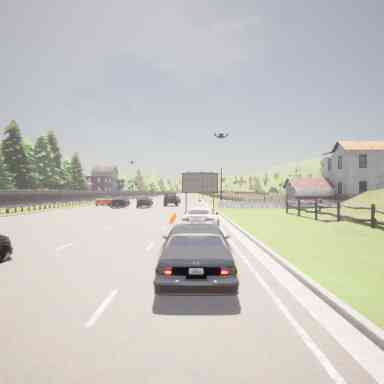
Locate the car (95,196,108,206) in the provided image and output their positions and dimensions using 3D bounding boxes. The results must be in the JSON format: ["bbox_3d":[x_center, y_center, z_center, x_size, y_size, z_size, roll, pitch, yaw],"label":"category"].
[{"bbox_3d":[-13.846,1.350,53.113,2.097,1.767,4.553,0,0,0],"label":"car"}]

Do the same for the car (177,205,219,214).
[{"bbox_3d":[0.486,1.539,18.443,1.812,1.442,4.674,0,-1,6],"label":"car"}]

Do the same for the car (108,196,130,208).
[{"bbox_3d":[-10.350,1.476,48.523,1.882,1.535,5.008,0,0,0],"label":"car"}]

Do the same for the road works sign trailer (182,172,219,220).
[{"bbox_3d":[0.510,0.464,22.057,2.380,3.560,2.880,0,0,-3],"label":"road works sign trailer"}]

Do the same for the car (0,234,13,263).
[{"bbox_3d":[-6.891,1.564,9.278,1.994,1.385,4.181,0,0,0],"label":"car"}]

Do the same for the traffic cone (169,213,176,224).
[{"bbox_3d":[-1.463,1.955,23.162,0.340,0.580,0.340,0,0,0],"label":"traffic cone"}]

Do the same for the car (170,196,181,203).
[{"bbox_3d":[-3.329,1.562,68.557,1.994,1.385,4.181,0,0,0],"label":"car"}]

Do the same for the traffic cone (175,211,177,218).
[{"bbox_3d":[-1.461,1.954,25.162,0.340,0.580,0.340,0,0,0],"label":"traffic cone"}]

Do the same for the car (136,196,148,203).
[{"bbox_3d":[-10.329,1.524,68.588,1.812,1.442,4.674,0,0,0],"label":"car"}]

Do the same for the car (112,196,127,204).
[{"bbox_3d":[-13.834,1.524,63.715,1.812,1.442,4.674,0,0,0],"label":"car"}]

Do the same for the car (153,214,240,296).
[{"bbox_3d":[0.107,1.547,8.806,2.033,1.411,5.357,0,0,1],"label":"car"}]

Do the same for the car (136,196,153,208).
[{"bbox_3d":[-6.849,1.497,48.405,1.837,1.490,4.892,0,-2,0],"label":"car"}]

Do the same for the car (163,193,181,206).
[{"bbox_3d":[-3.345,1.220,53.342,2.150,2.045,5.566,0,0,0],"label":"car"}]
